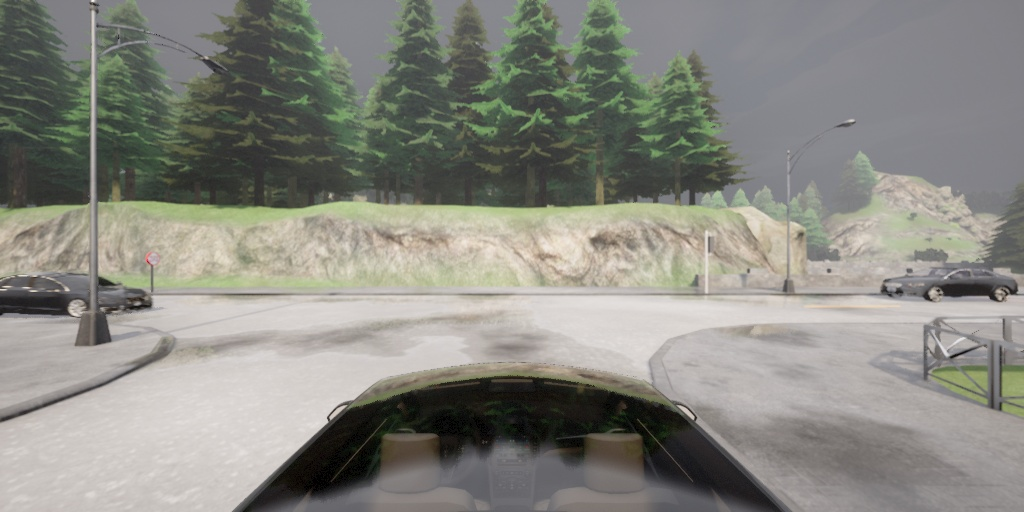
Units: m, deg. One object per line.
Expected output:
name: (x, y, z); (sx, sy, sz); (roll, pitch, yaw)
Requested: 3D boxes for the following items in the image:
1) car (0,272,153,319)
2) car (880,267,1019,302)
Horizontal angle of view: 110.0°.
car: (-15.240, 1.330, 12.264); (4.892, 1.490, 1.837); (1, 0, 0)
car: (19.784, 1.251, 16.372); (4.902, 1.511, 2.128); (0, 0, 0)
